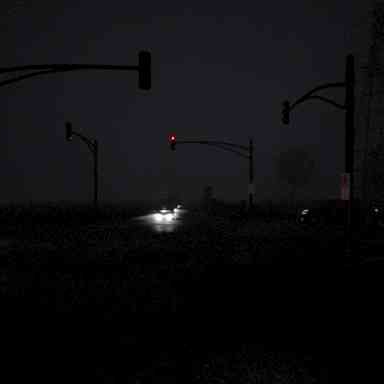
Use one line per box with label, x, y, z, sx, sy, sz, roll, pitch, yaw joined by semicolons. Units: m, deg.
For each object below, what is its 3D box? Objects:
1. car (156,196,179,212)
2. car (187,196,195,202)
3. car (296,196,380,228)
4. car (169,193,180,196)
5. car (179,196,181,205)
car;-2.966;1.485;37.639;2.128;1.511;4.902;0;0;-1
car;-0.341;1.595;78.353;1.895;1.301;4.718;0;0;0
car;8.762;1.157;20.294;4.553;1.767;2.097;-1;1;11
car;-3.067;1.216;57.806;2.150;2.045;5.566;0;0;0
car;-3.019;1.595;47.454;1.895;1.301;4.718;0;0;0
